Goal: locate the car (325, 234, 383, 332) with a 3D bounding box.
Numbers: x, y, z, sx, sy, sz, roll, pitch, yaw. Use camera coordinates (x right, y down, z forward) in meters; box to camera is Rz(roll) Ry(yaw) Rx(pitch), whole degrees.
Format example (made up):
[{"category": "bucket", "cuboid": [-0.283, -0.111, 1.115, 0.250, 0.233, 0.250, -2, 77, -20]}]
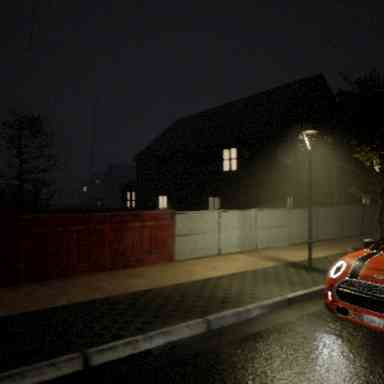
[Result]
[{"category": "car", "cuboid": [4.572, 1.366, 6.332, 4.553, 1.767, 2.097, 0, 0, -35]}]
